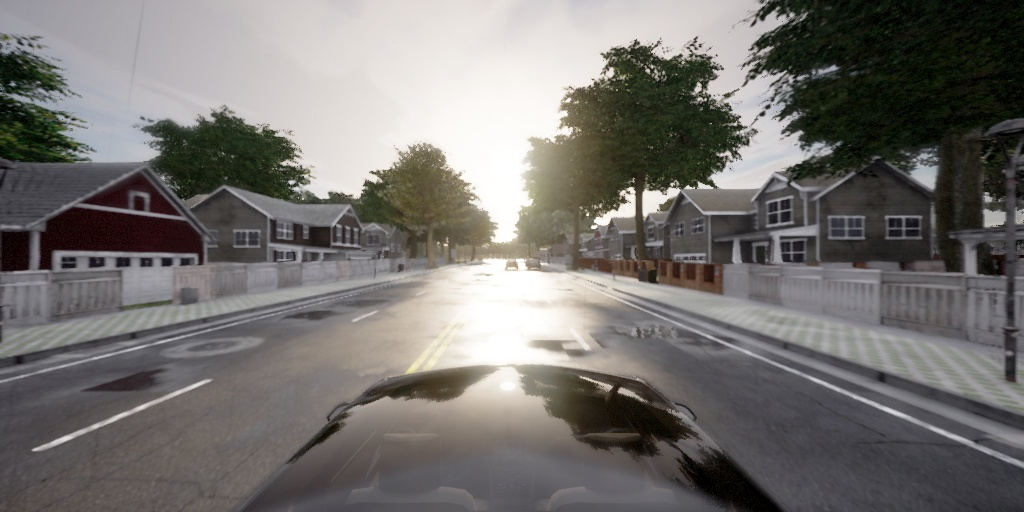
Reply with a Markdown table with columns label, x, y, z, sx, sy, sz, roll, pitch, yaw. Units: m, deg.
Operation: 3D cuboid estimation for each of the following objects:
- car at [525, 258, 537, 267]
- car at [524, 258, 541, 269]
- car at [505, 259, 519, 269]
| label | x | y | z | sx | sy | sz | roll | pitch | yaw |
| --- | --- | --- | --- | --- | --- | --- | --- | --- | --- |
| car | 3.251 | 1.154 | 62.910 | 1.837 | 1.490 | 4.892 | 0 | 0 | 0 |
| car | 3.251 | 1.159 | 52.802 | 2.128 | 1.511 | 4.902 | 0 | 0 | 0 |
| car | 0.001 | 1.194 | 52.802 | 1.812 | 1.442 | 4.674 | 0 | 0 | 0 |
